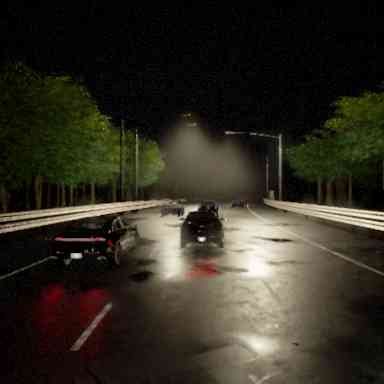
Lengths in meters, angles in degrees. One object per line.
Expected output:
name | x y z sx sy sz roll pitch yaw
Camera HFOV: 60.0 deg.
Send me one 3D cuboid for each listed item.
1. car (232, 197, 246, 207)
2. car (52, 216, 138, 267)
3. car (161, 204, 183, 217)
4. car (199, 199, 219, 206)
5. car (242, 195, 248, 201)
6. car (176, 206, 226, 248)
car | 8.301 2.004 60.221 1.994 1.385 4.181 0 0 9
car | -3.154 1.579 11.718 2.128 1.511 4.902 0 0 2
car | -1.853 1.850 33.717 1.895 1.301 4.718 0 0 5
car | 1.797 1.613 35.098 2.097 1.767 4.553 0 0 5
car | 11.770 2.123 79.478 1.994 1.385 4.181 0 0 12
car | 0.490 1.622 15.533 1.837 1.490 4.892 0 0 2
